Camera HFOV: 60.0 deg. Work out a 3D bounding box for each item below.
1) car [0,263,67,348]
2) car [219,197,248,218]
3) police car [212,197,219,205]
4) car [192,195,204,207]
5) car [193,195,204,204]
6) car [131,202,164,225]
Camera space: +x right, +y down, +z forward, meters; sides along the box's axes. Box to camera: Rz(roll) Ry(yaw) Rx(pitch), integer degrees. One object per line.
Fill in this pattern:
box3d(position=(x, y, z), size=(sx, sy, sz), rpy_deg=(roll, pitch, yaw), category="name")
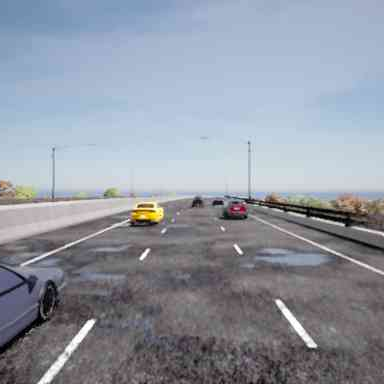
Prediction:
box3d(position=(-3.388, 1.546, 4.113), size=(2.033, 1.411, 5.357), rpy_deg=(0, 0, 0), category="car")
box3d(position=(3.814, 1.462, 30.012), size=(2.033, 1.649, 4.856), rpy_deg=(0, 0, 2), category="car")
box3d(position=(4.548, 1.598, 58.890), size=(2.038, 1.542, 4.974), rpy_deg=(0, 0, 2), category="police car")
box3d(position=(0.936, 1.570, 52.304), size=(1.837, 1.490, 4.892), rpy_deg=(0, -2, 2), category="car")
box3d(position=(1.372, 1.465, 67.645), size=(2.097, 1.767, 4.553), rpy_deg=(0, 0, 2), category="car")
box3d(position=(-3.203, 1.479, 24.458), size=(1.882, 1.535, 5.008), rpy_deg=(0, 0, 1), category="car")
